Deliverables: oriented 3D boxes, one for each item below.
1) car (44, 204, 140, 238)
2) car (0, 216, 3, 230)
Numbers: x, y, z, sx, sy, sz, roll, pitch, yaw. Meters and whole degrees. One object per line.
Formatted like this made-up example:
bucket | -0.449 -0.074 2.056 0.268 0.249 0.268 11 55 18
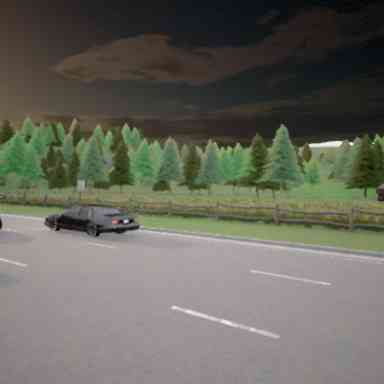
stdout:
car | -4.941 1.298 16.104 5.357 1.411 2.033 1 1 36
car | -11.038 1.221 16.133 4.181 1.385 1.994 1 1 35
